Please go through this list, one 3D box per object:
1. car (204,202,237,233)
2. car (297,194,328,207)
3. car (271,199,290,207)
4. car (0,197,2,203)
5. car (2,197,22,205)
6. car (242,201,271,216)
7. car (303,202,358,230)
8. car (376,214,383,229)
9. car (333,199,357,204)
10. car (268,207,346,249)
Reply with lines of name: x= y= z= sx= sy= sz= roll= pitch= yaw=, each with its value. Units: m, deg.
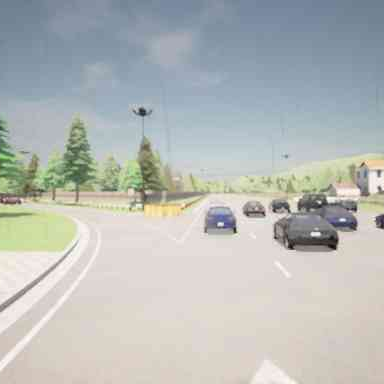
car: x=1.672 y=1.556 z=19.957 sx=1.812 sy=1.442 sz=4.674 roll=0 pitch=0 yaw=4
car: x=13.324 y=1.233 z=36.984 sx=2.150 sy=2.045 sz=5.566 roll=0 pitch=0 yaw=4
car: x=9.881 y=1.533 z=37.951 sx=1.837 sy=1.490 sz=4.892 roll=0 pitch=0 yaw=4
car: x=-41.725 y=1.768 z=71.356 sx=4.902 sy=1.511 sz=2.128 roll=0 pitch=0 yaw=44
car: x=-34.592 y=1.792 z=64.429 sx=4.674 sy=1.442 sz=1.812 roll=0 pitch=0 yaw=44
car: x=6.022 y=1.583 z=32.646 sx=2.033 sy=1.411 sz=5.357 roll=0 pitch=0 yaw=4
car: x=8.759 y=1.565 z=21.051 sx=1.994 sy=1.385 sz=4.181 roll=0 pitch=0 yaw=4
car: x=12.100 y=1.508 z=18.540 sx=1.812 sy=1.442 sz=4.674 roll=0 pitch=0 yaw=4
car: x=16.860 y=1.488 z=37.380 sx=2.128 sy=1.511 sz=4.902 roll=0 pitch=0 yaw=4
car: x=4.825 y=1.571 z=14.626 sx=1.994 sy=1.385 sz=4.181 roll=0 pitch=0 yaw=4
